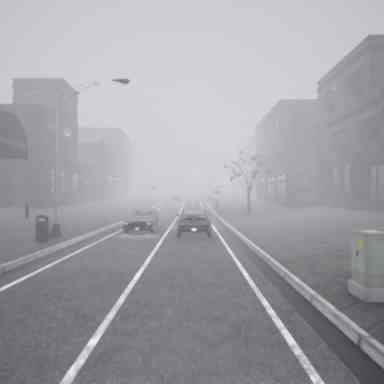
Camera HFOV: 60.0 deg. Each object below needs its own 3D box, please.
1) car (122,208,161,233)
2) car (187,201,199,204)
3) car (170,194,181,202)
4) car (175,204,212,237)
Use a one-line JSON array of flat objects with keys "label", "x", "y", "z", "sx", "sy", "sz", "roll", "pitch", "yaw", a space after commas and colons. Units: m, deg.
[{"label": "car", "x": -3.090, "y": 1.726, "z": 21.391, "sx": 2.033, "sy": 1.411, "sz": 5.357, "roll": 0, "pitch": -1, "yaw": 0}, {"label": "car", "x": 0.117, "y": 1.767, "z": 37.614, "sx": 2.033, "sy": 1.411, "sz": 5.357, "roll": 0, "pitch": 1, "yaw": 0}, {"label": "car", "x": -2.997, "y": 1.084, "z": 62.289, "sx": 1.895, "sy": 1.301, "sz": 4.718, "roll": 0, "pitch": 3, "yaw": 1}, {"label": "car", "x": 0.109, "y": 1.662, "z": 19.179, "sx": 1.837, "sy": 1.490, "sz": 4.892, "roll": 0, "pitch": -1, "yaw": 0}]
